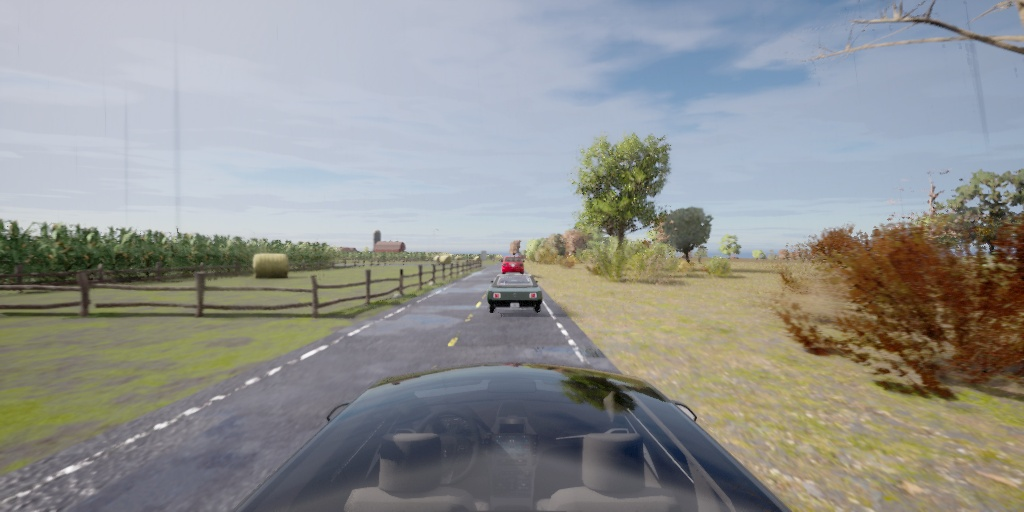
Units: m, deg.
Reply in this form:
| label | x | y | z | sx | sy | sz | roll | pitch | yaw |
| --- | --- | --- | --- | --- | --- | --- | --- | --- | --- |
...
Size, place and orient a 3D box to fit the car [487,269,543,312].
| label | x | y | z | sx | sy | sz | roll | pitch | yaw |
| --- | --- | --- | --- | --- | --- | --- | --- | --- | --- |
| car | 0.100 | 1.357 | 14.218 | 1.895 | 1.301 | 4.718 | 0 | 0 | 0 |

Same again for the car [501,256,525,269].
| label | x | y | z | sx | sy | sz | roll | pitch | yaw |
| --- | --- | --- | --- | --- | --- | --- | --- | --- | --- |
| car | 0.098 | 1.006 | 36.302 | 2.150 | 2.045 | 5.566 | 0 | 0 | 0 |
